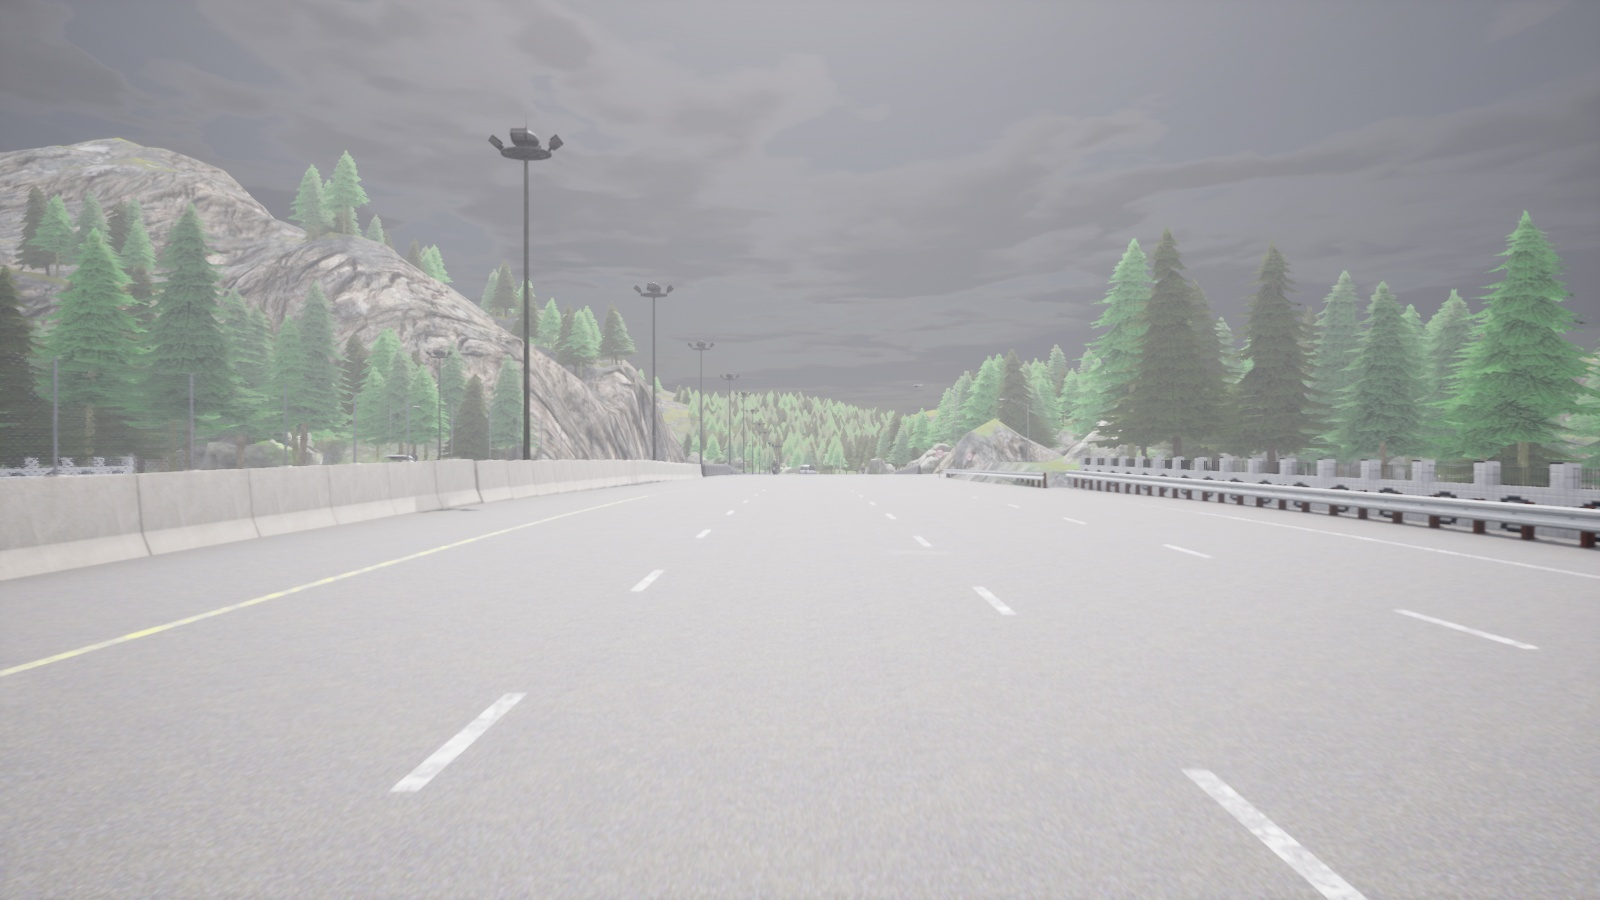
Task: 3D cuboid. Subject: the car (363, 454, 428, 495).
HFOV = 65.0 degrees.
[{"bbox_3d":[-13.742,0.830,42.755,1.481,1.376,2.207,0,-1,0],"label":"car"}]
